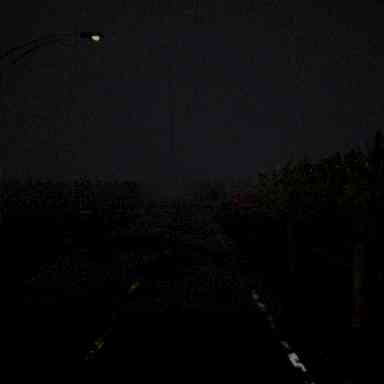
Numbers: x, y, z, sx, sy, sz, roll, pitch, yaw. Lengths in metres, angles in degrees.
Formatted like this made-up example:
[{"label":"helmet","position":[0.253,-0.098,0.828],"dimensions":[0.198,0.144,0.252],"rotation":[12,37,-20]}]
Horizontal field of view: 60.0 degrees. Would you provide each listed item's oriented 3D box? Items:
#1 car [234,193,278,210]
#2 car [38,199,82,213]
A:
[{"label":"car","position":[7.697,1.149,38.775],"dimensions":[5.566,2.045,2.150],"rotation":[0,0,0]},{"label":"car","position":[-15.329,1.644,38.814],"dimensions":[4.892,1.490,1.837],"rotation":[2,0,0]}]
